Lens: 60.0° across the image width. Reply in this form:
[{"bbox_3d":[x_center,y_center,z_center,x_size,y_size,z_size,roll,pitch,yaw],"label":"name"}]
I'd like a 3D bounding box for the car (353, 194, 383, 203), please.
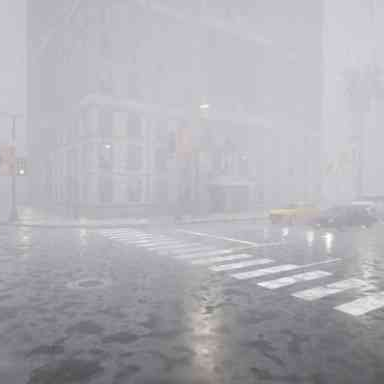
[{"bbox_3d":[15.940,1.221,29.526,5.566,2.045,2.150,0,0,-34],"label":"car"}]

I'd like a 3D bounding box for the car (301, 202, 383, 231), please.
[{"bbox_3d":[9.538,1.547,20.868,5.357,1.411,2.033,0,0,-35],"label":"car"}]

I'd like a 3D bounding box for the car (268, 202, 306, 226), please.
[{"bbox_3d":[7.559,1.478,23.750,5.008,1.535,1.882,0,0,-35],"label":"car"}]
